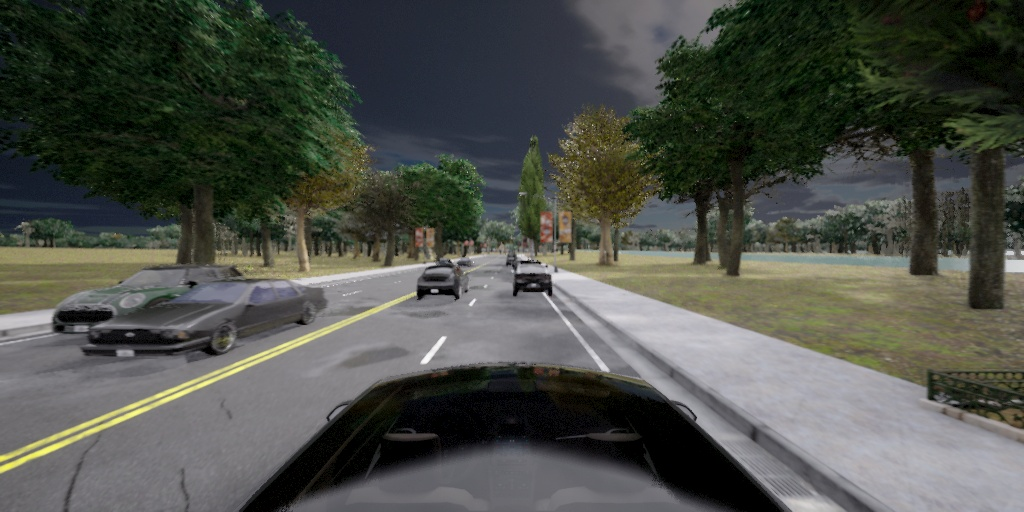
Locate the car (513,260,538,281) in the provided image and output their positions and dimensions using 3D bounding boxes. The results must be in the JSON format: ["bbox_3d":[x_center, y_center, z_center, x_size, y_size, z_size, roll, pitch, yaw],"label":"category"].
[{"bbox_3d":[0.966,1.079,28.527,1.837,1.490,4.892,0,0,0],"label":"car"}]

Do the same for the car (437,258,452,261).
[{"bbox_3d":[-9.835,0.925,52.082,1.994,1.385,4.181,0,1,0],"label":"car"}]

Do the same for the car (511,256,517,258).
[{"bbox_3d":[0.964,1.049,34.527,1.812,1.442,4.674,0,1,0],"label":"car"}]

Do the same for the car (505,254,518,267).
[{"bbox_3d":[-0.015,0.842,54.408,1.837,1.490,4.892,0,1,0],"label":"car"}]

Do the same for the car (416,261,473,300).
[{"bbox_3d":[-3.156,1.165,17.015,1.837,1.490,4.892,0,0,0],"label":"car"}]

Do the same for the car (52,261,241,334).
[{"bbox_3d":[-9.853,1.055,10.444,2.097,1.767,4.553,0,0,0],"label":"car"}]

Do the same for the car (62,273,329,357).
[{"bbox_3d":[-6.604,1.260,8.784,2.033,1.411,5.357,0,0,0],"label":"car"}]

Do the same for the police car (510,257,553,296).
[{"bbox_3d":[0.969,1.074,18.636,1.930,1.638,5.238,0,0,0],"label":"police car"}]

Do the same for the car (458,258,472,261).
[{"bbox_3d":[-6.589,0.927,50.246,2.033,1.411,5.357,0,1,0],"label":"car"}]
